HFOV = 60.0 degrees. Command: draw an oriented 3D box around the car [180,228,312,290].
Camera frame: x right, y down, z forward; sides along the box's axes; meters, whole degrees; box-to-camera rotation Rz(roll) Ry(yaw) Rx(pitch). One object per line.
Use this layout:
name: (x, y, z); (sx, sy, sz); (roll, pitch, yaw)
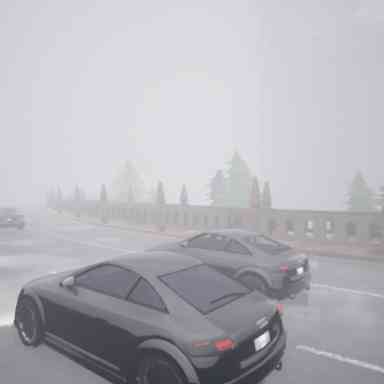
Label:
car: (0.674, 1.594, 8.127); (4.181, 1.385, 1.994); (0, 0, 39)

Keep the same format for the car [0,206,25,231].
car: (-11.649, 1.571, 20.231); (2.033, 1.411, 5.357); (0, 0, -39)

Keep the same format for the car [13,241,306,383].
car: (-0.812, 1.580, 4.846); (4.181, 1.385, 1.994); (0, 0, 38)
